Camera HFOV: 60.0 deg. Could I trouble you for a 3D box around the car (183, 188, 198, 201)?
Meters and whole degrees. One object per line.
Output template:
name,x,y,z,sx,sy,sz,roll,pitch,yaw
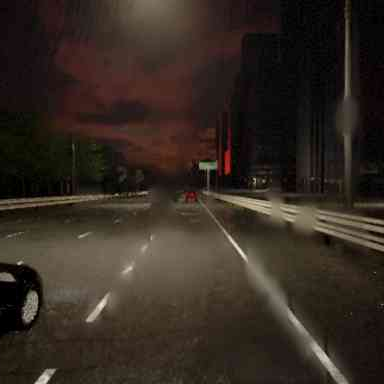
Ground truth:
car,-0.094,0.694,64.231,2.150,2.045,5.566,0,1,0

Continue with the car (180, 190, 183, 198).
car,-3.838,0.788,87.454,1.812,1.442,4.674,0,1,0

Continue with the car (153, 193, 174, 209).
car,-3.570,1.224,39.523,2.033,1.411,5.357,0,0,0

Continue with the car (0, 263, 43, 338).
car,-3.500,1.472,3.861,1.837,1.490,4.892,0,0,0

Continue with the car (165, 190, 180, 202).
car,-3.658,0.747,58.090,2.150,2.045,5.566,0,0,0
